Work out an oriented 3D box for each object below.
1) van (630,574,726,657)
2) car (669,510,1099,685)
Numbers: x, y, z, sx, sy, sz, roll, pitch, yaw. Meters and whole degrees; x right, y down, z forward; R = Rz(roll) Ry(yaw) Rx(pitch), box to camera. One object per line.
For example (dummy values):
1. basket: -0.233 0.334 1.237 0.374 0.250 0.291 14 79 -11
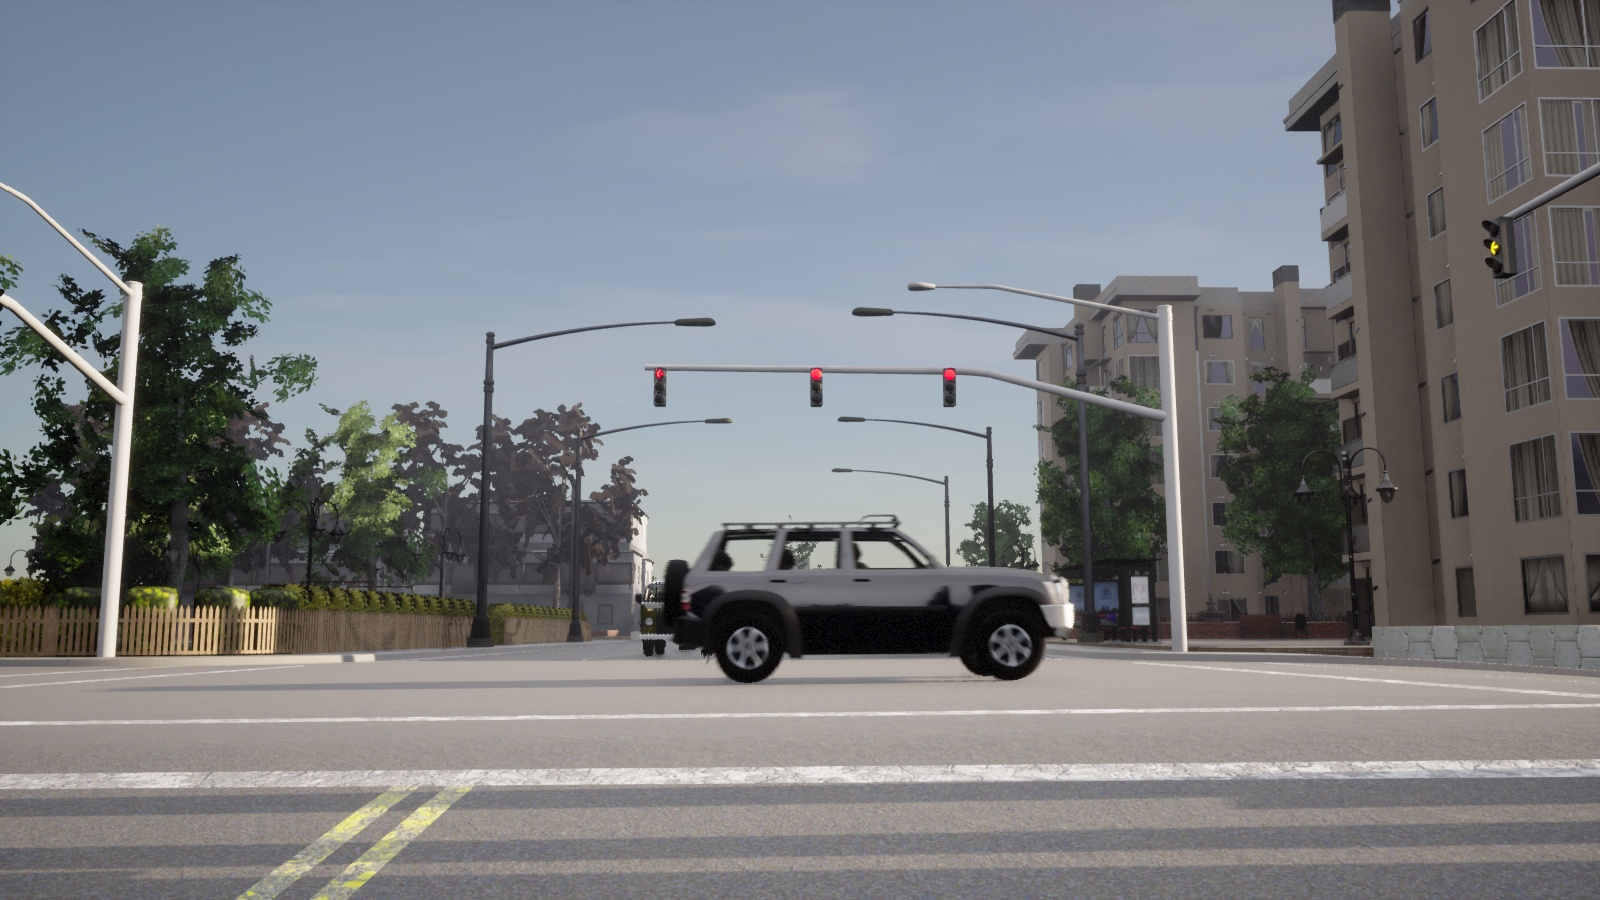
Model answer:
1. van: -3.159 4.443 33.520 2.069 2.038 4.480 0 -8 1
2. car: 0.893 1.724 14.543 4.605 1.855 1.932 0 -8 0
